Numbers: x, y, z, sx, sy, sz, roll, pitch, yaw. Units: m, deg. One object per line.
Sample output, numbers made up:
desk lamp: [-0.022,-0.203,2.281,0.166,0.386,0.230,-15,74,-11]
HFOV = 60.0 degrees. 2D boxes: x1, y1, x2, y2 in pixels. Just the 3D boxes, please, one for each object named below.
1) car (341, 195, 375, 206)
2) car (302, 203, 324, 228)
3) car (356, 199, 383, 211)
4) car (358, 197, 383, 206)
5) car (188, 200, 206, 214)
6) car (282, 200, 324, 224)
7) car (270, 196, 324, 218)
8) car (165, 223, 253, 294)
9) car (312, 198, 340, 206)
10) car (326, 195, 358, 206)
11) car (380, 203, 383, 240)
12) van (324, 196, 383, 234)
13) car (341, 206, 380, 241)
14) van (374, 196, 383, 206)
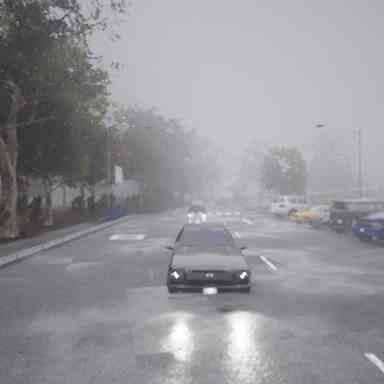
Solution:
car: [31.670,1.667,63.755,2.435,2.045,5.566,1,-1,-21]
car: [9.899,1.661,21.607,4.674,1.452,2.002,1,0,-20]
car: [25.856,1.831,46.705,2.163,1.488,4.792,0,1,-21]
car: [34.666,1.800,63.874,2.185,1.767,4.553,1,-1,-21]
car: [0.646,1.710,39.503,1.882,1.535,5.008,0,0,2]
car: [9.725,1.633,24.549,5.366,1.575,1.946,1,0,-20]
car: [9.931,1.424,30.643,5.566,2.045,2.435,1,-1,-20]
car: [0.358,1.598,9.272,2.033,1.411,5.357,0,0,0]
car: [25.586,1.938,63.651,2.163,1.488,4.792,0,-1,-21]
car: [28.609,1.662,63.726,2.435,2.045,5.566,0,-1,-21]
car: [9.898,1.442,12.602,4.553,1.767,2.185,1,0,-20]
van: [9.997,1.379,18.651,4.442,1.987,1.878,1,-1,-20]
car: [9.868,1.585,15.605,5.008,1.535,2.097,1,-1,-20]
van: [37.646,1.706,64.018,1.878,1.987,4.442,0,-1,-21]
